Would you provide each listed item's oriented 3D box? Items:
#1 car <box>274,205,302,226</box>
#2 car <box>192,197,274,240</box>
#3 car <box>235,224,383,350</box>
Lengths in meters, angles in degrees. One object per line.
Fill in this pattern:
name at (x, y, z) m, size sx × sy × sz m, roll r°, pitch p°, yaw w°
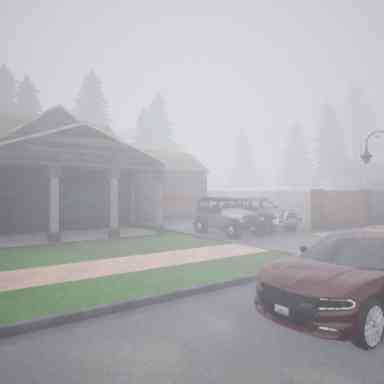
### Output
car at (3.494, 1.174, 17.880) m, size 1.932 × 1.855 × 4.605 m, roll 0°, pitch 0°, yaw -36°
car at (1.684, 1.176, 16.093) m, size 1.905 × 1.878 × 3.866 m, roll 0°, pitch 0°, yaw -36°
car at (3.364, 1.477, 6.402) m, size 5.008 × 1.535 × 1.882 m, roll 0°, pitch 0°, yaw -36°
